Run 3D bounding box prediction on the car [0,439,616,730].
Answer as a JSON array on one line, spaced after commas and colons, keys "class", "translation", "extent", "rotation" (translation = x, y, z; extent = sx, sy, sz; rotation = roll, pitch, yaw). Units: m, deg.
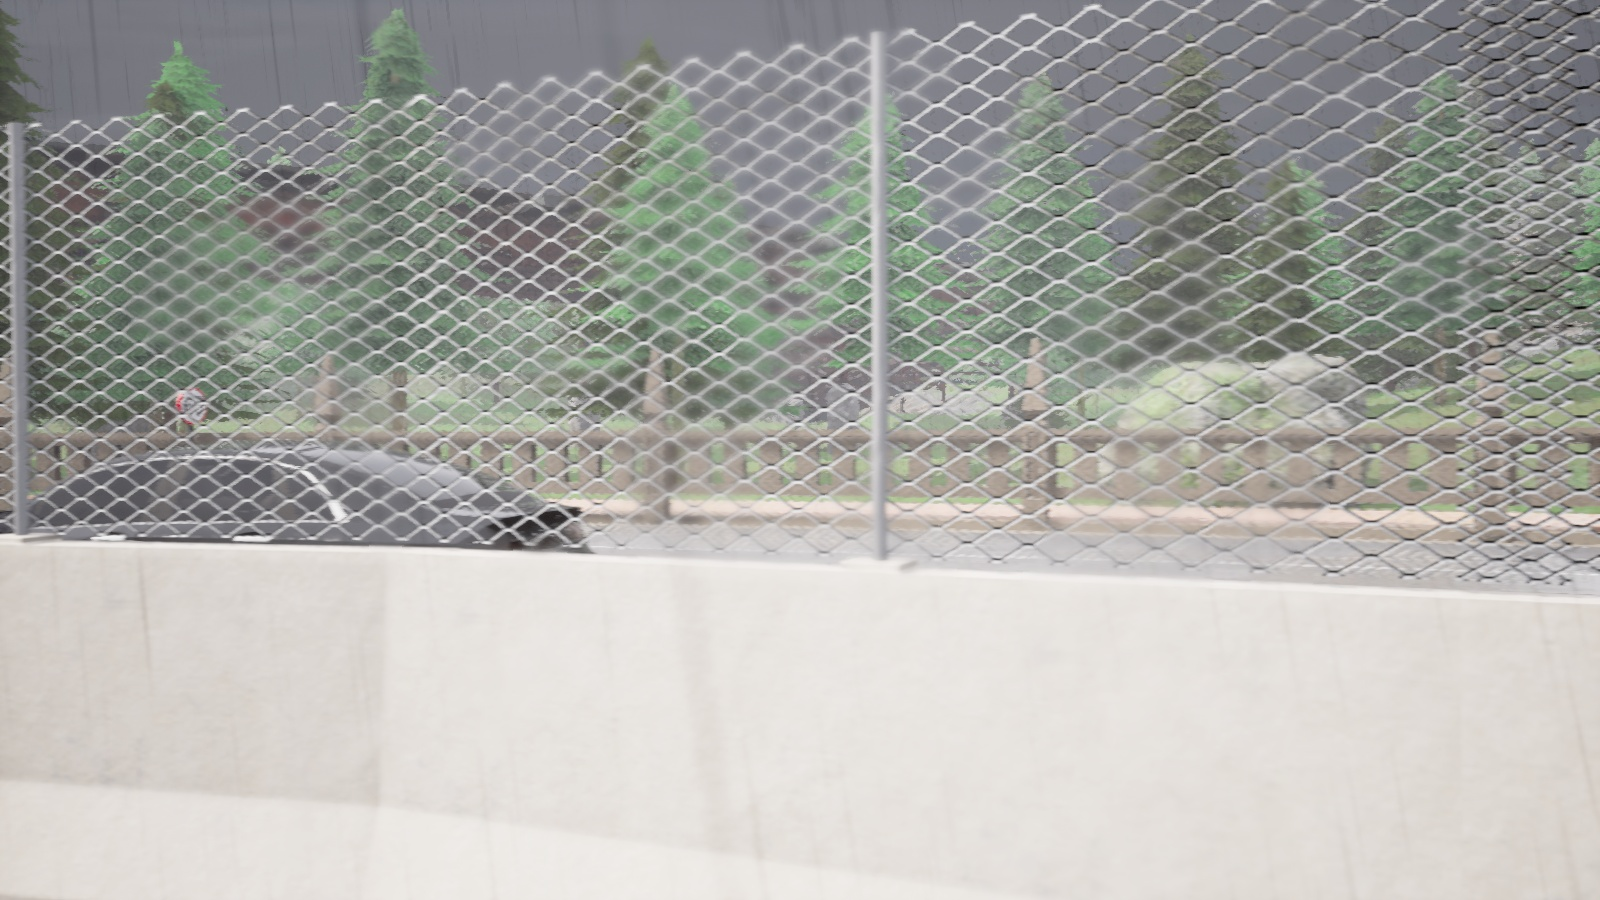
[{"class": "car", "translation": [-3.820, 0.683, 8.069], "extent": [4.892, 1.490, 1.837], "rotation": [0, 1, 16]}]
